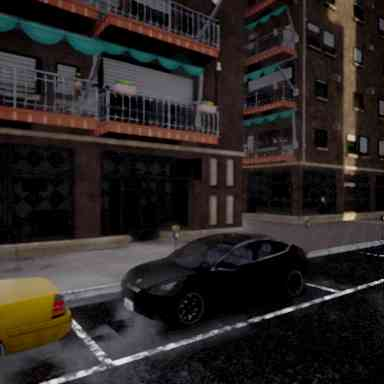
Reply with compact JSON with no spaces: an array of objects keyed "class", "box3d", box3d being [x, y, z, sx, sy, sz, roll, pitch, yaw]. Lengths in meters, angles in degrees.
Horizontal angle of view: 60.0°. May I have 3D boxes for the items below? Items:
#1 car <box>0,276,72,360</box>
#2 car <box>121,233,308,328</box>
[{"class":"car","box3d":[-3.953,1.519,3.737,4.829,1.417,1.752,0,0,-36]},{"class":"car","box3d":[0.681,1.593,7.044,4.313,1.339,1.947,0,0,-36]}]
